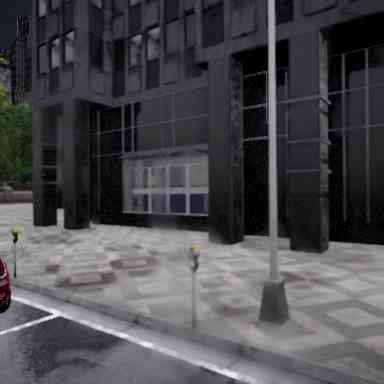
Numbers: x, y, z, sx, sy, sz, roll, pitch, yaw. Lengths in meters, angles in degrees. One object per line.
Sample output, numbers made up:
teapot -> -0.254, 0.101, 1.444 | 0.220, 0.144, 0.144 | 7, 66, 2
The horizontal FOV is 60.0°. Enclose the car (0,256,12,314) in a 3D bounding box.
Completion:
car -> -5.523, 1.423, 6.461 | 4.553, 1.767, 2.097 | -1, 0, 36
